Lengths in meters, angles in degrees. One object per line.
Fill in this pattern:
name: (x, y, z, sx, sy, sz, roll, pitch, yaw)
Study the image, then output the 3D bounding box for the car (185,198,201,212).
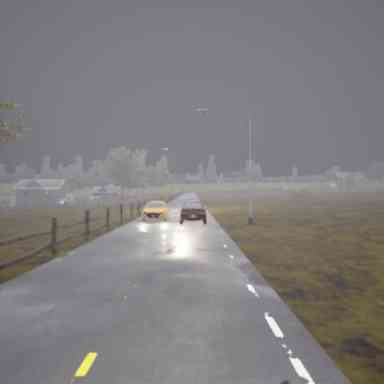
car: (0.083, 1.522, 39.437, 1.812, 1.442, 4.674, 0, 0, 0)

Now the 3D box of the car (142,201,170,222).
car: (-2.849, 1.480, 26.876, 1.882, 1.535, 5.008, 0, 0, 0)

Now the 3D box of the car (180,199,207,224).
car: (0.094, 1.481, 24.824, 1.882, 1.535, 5.008, 0, 0, 0)
